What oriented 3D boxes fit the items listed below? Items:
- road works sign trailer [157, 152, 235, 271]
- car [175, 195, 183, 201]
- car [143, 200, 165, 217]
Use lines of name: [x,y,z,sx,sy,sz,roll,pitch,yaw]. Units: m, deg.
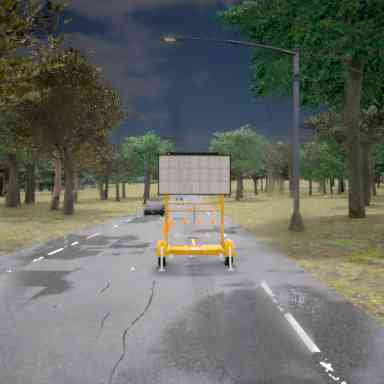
road works sign trailer: [0.076,0.500,11.019,2.380,3.560,2.880,0,0,-2]
car: [-3.422,1.624,89.156,2.128,1.511,4.902,0,0,0]
car: [-3.572,1.606,32.698,1.882,1.535,5.008,0,0,0]
